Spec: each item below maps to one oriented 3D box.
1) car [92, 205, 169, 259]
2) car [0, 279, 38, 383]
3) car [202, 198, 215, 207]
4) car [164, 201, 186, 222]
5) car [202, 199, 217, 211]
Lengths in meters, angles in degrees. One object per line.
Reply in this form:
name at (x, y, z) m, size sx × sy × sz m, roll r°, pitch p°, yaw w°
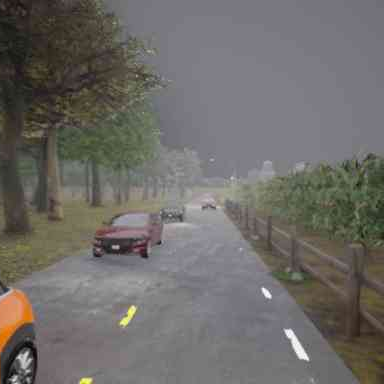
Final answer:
car at (-2.263, 1.475, 12.882) m, size 1.882 × 1.535 × 5.008 m, roll 1°, pitch 0°, yaw 3°
car at (-2.757, 1.320, 1.746) m, size 2.097 × 1.767 × 4.553 m, roll 1°, pitch 0°, yaw 1°
car at (2.681, 1.751, 54.075) m, size 1.895 × 1.301 × 4.718 m, roll 1°, pitch 0°, yaw 3°
car at (-1.516, 1.542, 27.227) m, size 1.837 × 1.490 × 4.892 m, roll 1°, pitch 0°, yaw 3°
car at (2.254, 1.722, 43.891) m, size 1.895 × 1.301 × 4.718 m, roll 1°, pitch 0°, yaw 3°
